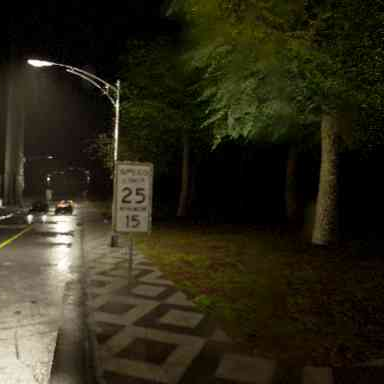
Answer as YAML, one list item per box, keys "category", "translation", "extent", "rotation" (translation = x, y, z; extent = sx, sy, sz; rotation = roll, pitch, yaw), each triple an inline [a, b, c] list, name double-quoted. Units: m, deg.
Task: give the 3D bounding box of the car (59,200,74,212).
- category: "car"
  translation: [-18.021, 1.979, 47.946]
  extent: [1.882, 1.535, 5.008]
  rotation: [2, -1, -18]

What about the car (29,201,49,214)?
- category: "car"
  translation: [-19.012, 1.842, 41.463]
  extent: [1.882, 1.535, 5.008]
  rotation: [2, -1, -18]

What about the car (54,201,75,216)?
- category: "car"
  translation: [-14.806, 1.938, 38.510]
  extent: [2.128, 1.511, 4.902]
  rotation: [2, -1, -18]
